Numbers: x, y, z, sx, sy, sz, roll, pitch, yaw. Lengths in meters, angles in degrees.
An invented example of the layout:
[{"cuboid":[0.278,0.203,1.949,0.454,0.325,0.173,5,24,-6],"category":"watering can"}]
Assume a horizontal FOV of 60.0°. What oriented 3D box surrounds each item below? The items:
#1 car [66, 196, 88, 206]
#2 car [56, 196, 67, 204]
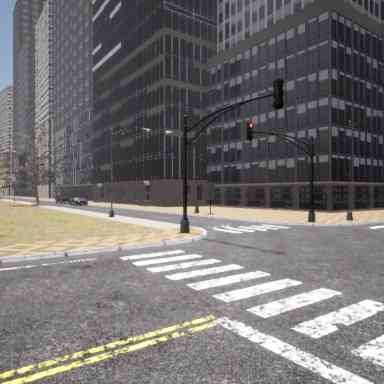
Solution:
[{"cuboid":[-18.849,1.603,55.243,1.895,1.301,4.718,0,0,-35],"category":"car"},{"cuboid":[-24.642,1.512,63.508,1.837,1.490,4.892,0,0,-35],"category":"car"}]
